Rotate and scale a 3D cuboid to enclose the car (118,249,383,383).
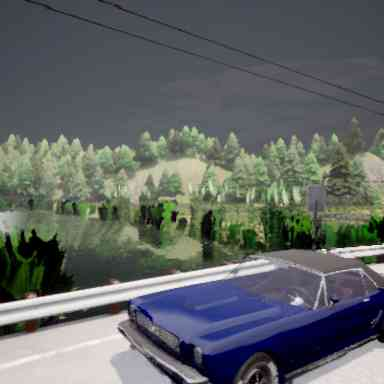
[{"bbox_3d":[1.403,1.625,4.908,4.718,1.301,1.895,1,0,-35],"label":"car"}]
